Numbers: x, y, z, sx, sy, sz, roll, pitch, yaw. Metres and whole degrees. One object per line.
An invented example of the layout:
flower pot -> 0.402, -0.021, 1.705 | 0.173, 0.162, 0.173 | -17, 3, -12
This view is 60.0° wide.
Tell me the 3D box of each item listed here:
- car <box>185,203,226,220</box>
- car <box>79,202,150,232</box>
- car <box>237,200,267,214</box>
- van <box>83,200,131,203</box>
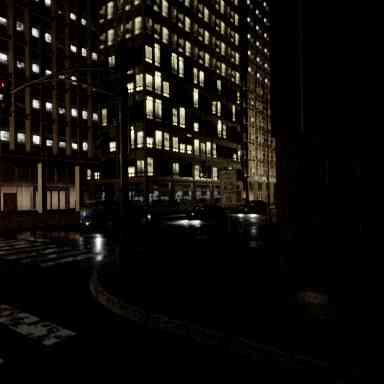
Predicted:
car -> 1.216, 1.649, 29.072 | 1.994, 1.385, 4.181 | -1, -1, 36
car -> -4.646, 1.571, 20.970 | 1.837, 1.490, 4.892 | -1, -1, 33
car -> 7.115, 1.631, 37.259 | 1.812, 1.442, 4.674 | -1, -1, 36
van -> -5.988, 1.460, 23.505 | 1.690, 1.788, 3.998 | -2, -1, 36
